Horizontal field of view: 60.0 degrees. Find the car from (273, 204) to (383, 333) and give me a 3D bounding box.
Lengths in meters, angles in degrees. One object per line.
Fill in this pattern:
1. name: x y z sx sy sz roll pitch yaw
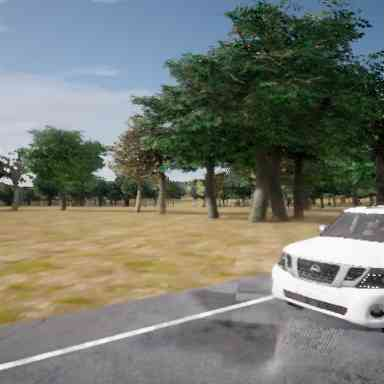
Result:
1. car: 4.156 1.294 6.866 5.566 2.045 2.150 1 -1 -35
